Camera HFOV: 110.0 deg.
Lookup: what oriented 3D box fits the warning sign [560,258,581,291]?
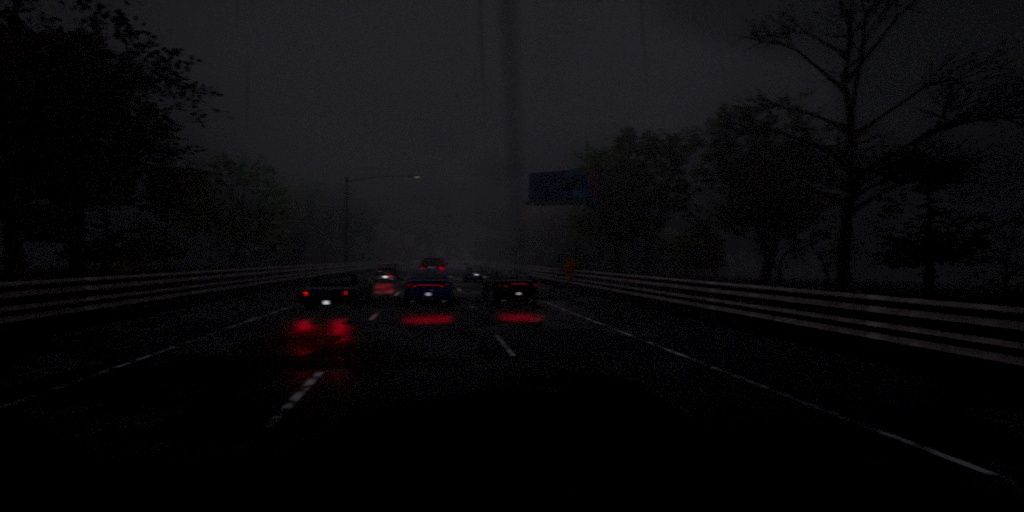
[{"bbox_3d":[3.423,1.059,21.154,1.300,1.860,1.060,0,0,-12],"label":"warning sign"}]

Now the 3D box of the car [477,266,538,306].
[{"bbox_3d":[-0.249,1.339,16.672,1.882,1.535,5.008,1,0,-12],"label":"car"}]

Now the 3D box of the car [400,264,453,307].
[{"bbox_3d":[-3.670,1.289,15.936,1.882,1.535,5.008,1,0,-12],"label":"car"}]

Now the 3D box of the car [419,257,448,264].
[{"bbox_3d":[-6.615,1.100,30.070,2.150,2.045,5.566,1,0,-11],"label":"car"}]

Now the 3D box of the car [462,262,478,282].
[{"bbox_3d":[-3.232,1.499,30.992,1.994,1.385,4.181,1,0,-11],"label":"car"}]

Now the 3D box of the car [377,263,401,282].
[{"bbox_3d":[-10.100,1.343,29.648,1.837,1.490,4.892,1,0,-11],"label":"car"}]

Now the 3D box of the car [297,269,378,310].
[{"bbox_3d":[-7.012,1.359,14.808,1.895,1.301,4.718,1,0,-12],"label":"car"}]
